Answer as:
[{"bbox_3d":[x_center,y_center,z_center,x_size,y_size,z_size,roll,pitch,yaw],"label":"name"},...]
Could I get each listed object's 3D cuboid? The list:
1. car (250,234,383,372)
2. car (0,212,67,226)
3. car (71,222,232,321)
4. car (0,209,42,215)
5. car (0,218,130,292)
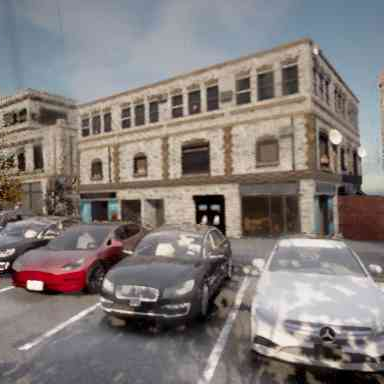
[{"bbox_3d":[2.127,1.543,5.937,2.002,1.452,4.674,0,-1,16],"label":"car"},{"bbox_3d":[-5.038,1.602,11.050,2.231,1.521,4.892,0,-1,16],"label":"car"},{"bbox_3d":[-0.254,1.537,7.645,2.231,1.521,4.892,0,-1,15],"label":"car"},{"bbox_3d":[-7.418,1.510,12.779,2.185,1.767,4.553,0,-1,16],"label":"car"},{"bbox_3d":[-2.658,1.597,9.312,2.163,1.488,4.792,0,-1,16],"label":"car"}]
